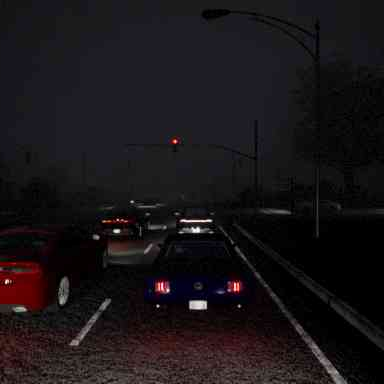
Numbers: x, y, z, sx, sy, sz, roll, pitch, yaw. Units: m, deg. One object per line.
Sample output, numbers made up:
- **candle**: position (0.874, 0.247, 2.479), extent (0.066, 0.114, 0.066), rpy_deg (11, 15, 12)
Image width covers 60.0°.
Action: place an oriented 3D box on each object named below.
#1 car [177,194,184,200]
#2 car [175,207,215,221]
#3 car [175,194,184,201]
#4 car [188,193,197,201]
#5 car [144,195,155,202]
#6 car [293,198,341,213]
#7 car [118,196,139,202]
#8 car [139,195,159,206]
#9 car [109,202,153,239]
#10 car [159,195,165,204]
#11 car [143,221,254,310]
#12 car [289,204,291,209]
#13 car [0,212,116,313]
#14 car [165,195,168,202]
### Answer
- **car**: position (-3.226, 1.327, 95.071), extent (1.882, 1.535, 5.008), rpy_deg (0, 0, 1)
- **car**: position (0.150, 1.491, 17.040), extent (2.128, 1.511, 4.902), rpy_deg (0, 0, -1)
- **car**: position (-3.292, 1.532, 84.663), extent (2.033, 1.411, 5.357), rpy_deg (0, 0, 0)
- **car**: position (0.208, 1.217, 84.684), extent (2.150, 2.045, 5.566), rpy_deg (0, 0, 0)
- **car**: position (-10.305, 1.539, 80.602), extent (2.033, 1.411, 5.357), rpy_deg (0, 0, 0)
- **car**: position (13.647, 1.526, 36.158), extent (4.674, 1.442, 1.812), rpy_deg (0, 0, 3)
- **car**: position (-10.486, 1.491, 53.185), extent (2.128, 1.511, 4.902), rpy_deg (0, 0, 1)
- **car**: position (-6.958, 1.564, 54.703), extent (1.994, 1.385, 4.181), rpy_deg (0, 0, -1)
- **car**: position (-3.359, 1.505, 17.303), extent (1.837, 1.490, 4.892), rpy_deg (0, 0, 0)
- **car**: position (-6.877, 1.601, 64.620), extent (1.895, 1.301, 4.718), rpy_deg (0, 0, 1)
- **car**: position (0.118, 1.601, 7.778), extent (1.895, 1.301, 4.718), rpy_deg (0, 0, 0)
- **car**: position (14.112, 1.505, 39.636), extent (4.892, 1.490, 1.837), rpy_deg (0, 0, 3)
- **car**: position (-3.383, 1.478, 7.805), extent (1.882, 1.535, 5.008), rpy_deg (0, 0, 0)
- **car**: position (-6.809, 1.478, 79.302), extent (1.882, 1.535, 5.008), rpy_deg (0, 0, 0)
